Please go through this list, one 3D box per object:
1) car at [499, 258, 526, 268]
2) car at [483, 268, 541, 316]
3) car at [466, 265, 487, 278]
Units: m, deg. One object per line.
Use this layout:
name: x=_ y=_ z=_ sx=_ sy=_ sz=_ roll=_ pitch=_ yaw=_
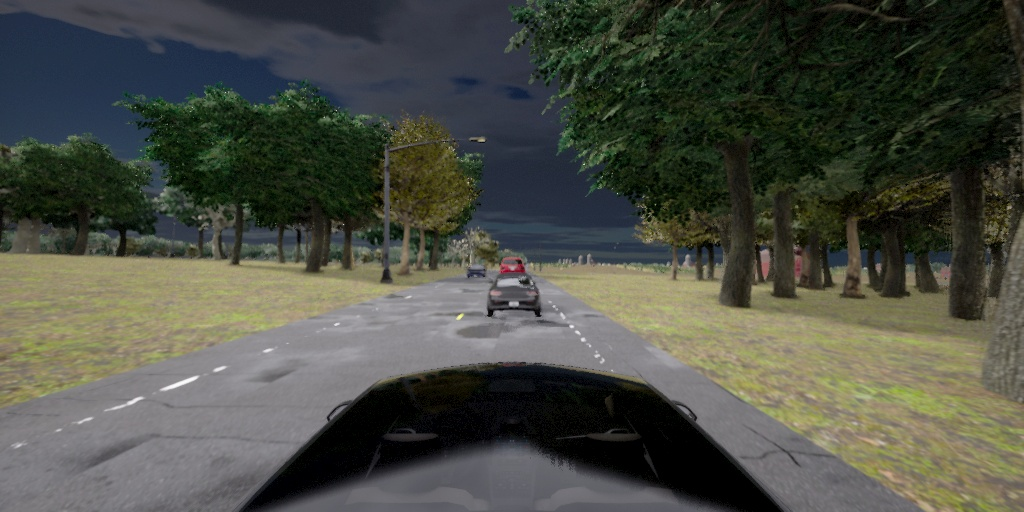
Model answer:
car: x=0.053 y=1.189 z=31.556 sx=2.150 sy=2.045 sz=5.566 roll=0 pitch=-1 yaw=0
car: x=0.068 y=1.352 z=13.580 sx=1.812 sy=1.442 sz=4.674 roll=0 pitch=0 yaw=0
car: x=-3.649 y=1.607 z=38.125 sx=2.033 sy=1.411 sz=5.357 roll=0 pitch=-1 yaw=0
